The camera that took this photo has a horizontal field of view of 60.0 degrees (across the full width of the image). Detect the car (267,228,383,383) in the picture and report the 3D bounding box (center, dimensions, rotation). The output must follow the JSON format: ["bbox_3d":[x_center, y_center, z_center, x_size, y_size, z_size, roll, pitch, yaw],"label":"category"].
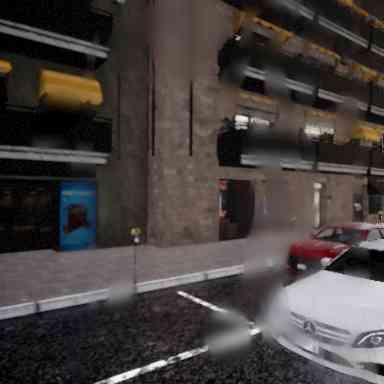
[{"bbox_3d":[3.252,1.525,5.267,4.674,1.442,1.812,0,0,-36],"label":"car"}]

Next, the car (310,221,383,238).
[{"bbox_3d":[4.462,1.544,9.273,4.507,1.381,1.887,0,1,-36],"label":"car"}]
